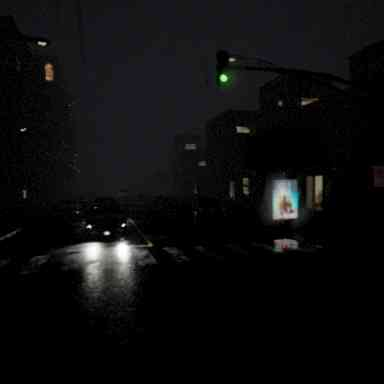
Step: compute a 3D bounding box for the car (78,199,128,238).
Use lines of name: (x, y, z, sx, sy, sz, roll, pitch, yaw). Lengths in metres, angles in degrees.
car: (-4.253, 1.312, 16.514, 2.033, 1.411, 5.357, -1, 1, -15)

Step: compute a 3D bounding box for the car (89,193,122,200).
car: (-6.907, 1.118, 26.497, 1.882, 1.535, 5.008, -1, 1, -15)

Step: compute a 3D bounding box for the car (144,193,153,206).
car: (-3.727, 0.953, 37.053, 2.008, 1.369, 4.403, -2, 1, -15)

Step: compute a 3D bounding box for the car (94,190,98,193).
car: (-19.137, 0.699, 62.415, 1.967, 1.590, 4.097, -2, 1, -15)

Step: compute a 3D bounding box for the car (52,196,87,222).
car: (-8.896, 1.271, 23.881, 2.008, 1.369, 4.403, -2, 1, -15)

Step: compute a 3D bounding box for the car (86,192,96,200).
car: (-20.553, 0.723, 67.758, 1.752, 1.417, 4.829, -2, 1, -15)

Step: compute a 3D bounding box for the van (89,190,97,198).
van: (-23.526, 0.413, 78.930, 1.690, 1.788, 3.998, -2, 1, -15)

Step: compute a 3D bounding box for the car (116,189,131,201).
car: (-11.794, 0.431, 57.275, 2.150, 2.045, 5.566, -1, 1, -15)

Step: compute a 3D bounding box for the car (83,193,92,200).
car: (-11.821, 1.136, 34.892, 2.008, 1.369, 4.403, -2, 1, -15)

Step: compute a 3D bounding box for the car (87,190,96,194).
car: (-16.166, 0.914, 51.243, 1.752, 1.417, 4.829, -2, 1, -15)

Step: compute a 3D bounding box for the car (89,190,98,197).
car: (-24.989, 0.326, 84.433, 2.192, 1.841, 5.009, -2, 1, -15)

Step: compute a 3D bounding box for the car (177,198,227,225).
car: (0.658, 1.046, 20.534, 1.967, 1.590, 4.097, -2, 1, -15)

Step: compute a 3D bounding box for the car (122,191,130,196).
car: (-18.350, 0.350, 92.107, 1.802, 1.307, 4.206, -2, 1, -15)

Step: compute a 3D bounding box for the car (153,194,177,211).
car: (-2.263, 1.052, 31.547, 1.802, 1.307, 4.206, -2, 1, -15)

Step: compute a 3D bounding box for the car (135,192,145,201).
car: (-8.114, 0.755, 53.569, 2.008, 1.369, 4.403, -2, 1, -15)
